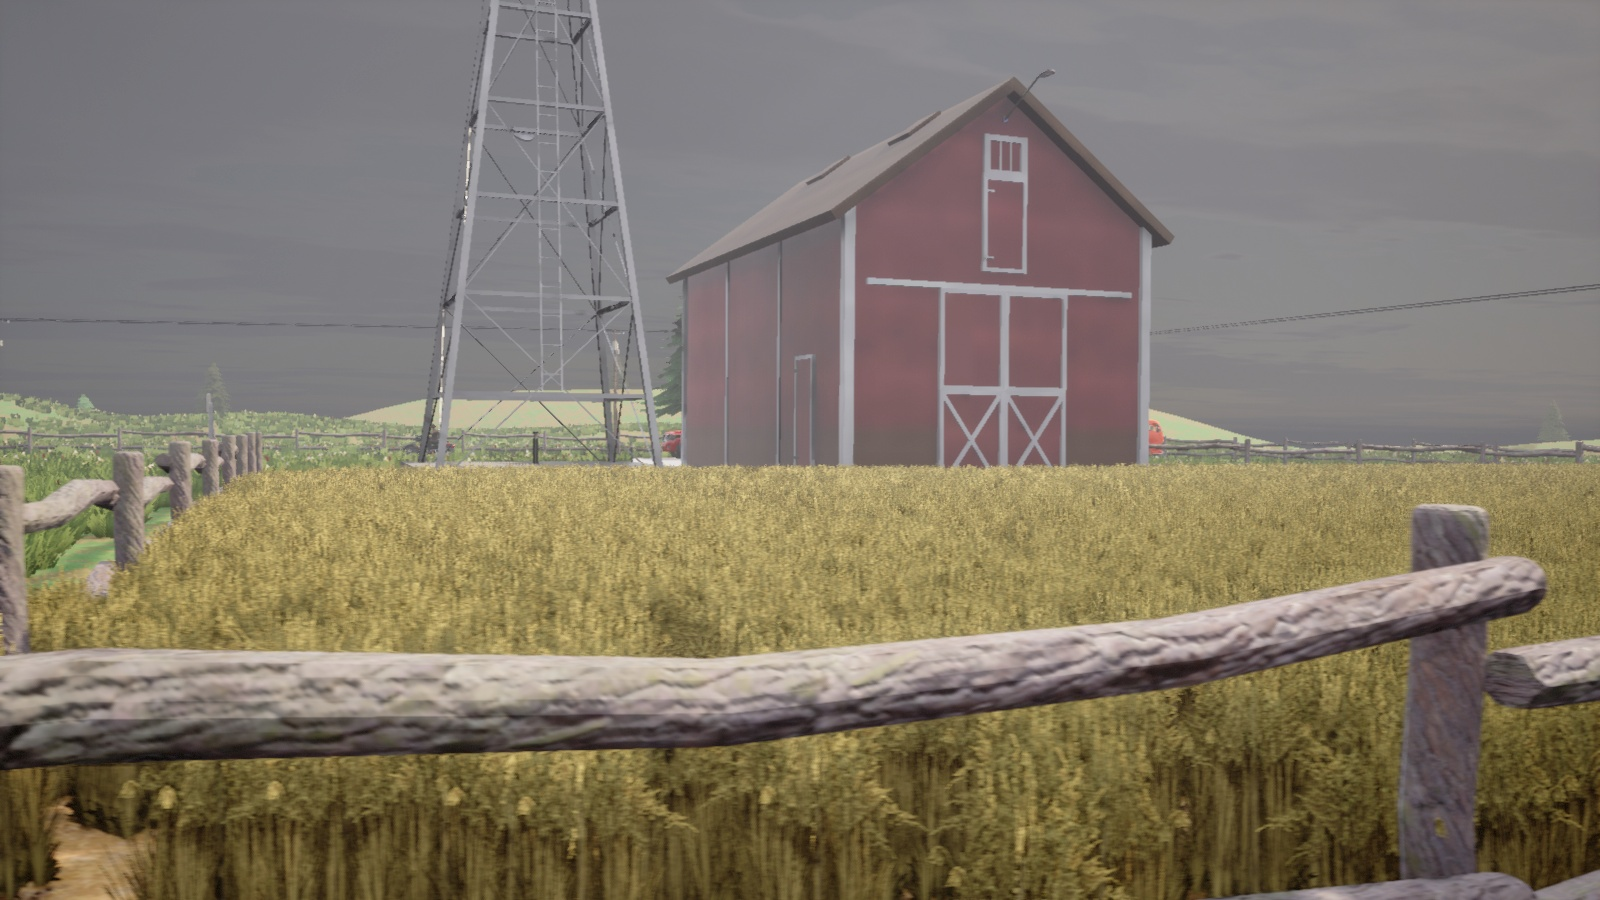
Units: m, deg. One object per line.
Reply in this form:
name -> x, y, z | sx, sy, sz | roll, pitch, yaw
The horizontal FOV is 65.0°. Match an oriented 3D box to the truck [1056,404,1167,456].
truck -> 15.303, -0.946, 62.036 | 5.204, 2.467, 2.627 | 0, -1, 11

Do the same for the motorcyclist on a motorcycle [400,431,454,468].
motorcyclist on a motorcycle -> -17.144, -0.018, 57.794 | 2.350, 1.649, 0.766 | -1, 1, -15

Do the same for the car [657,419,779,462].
car -> -4.016, -0.474, 61.357 | 5.566, 2.045, 2.150 | -1, 1, -16
